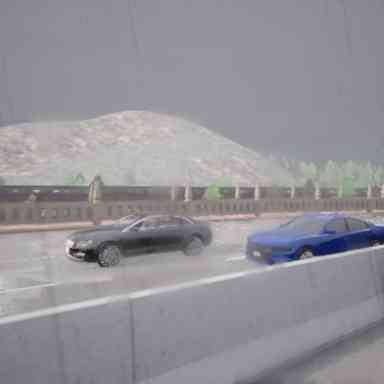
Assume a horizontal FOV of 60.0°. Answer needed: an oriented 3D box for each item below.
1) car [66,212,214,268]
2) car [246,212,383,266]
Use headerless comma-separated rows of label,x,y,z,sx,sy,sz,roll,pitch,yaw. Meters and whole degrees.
car,-1.574,1.432,11.081,4.902,1.511,2.128,0,0,-32
car,3.970,1.419,10.337,5.008,1.535,1.882,0,0,-29
